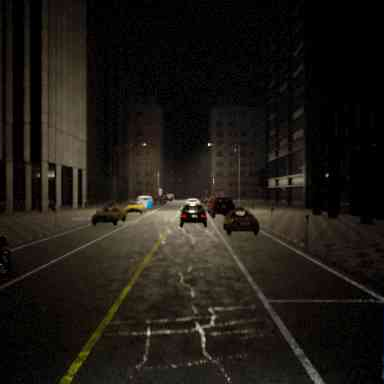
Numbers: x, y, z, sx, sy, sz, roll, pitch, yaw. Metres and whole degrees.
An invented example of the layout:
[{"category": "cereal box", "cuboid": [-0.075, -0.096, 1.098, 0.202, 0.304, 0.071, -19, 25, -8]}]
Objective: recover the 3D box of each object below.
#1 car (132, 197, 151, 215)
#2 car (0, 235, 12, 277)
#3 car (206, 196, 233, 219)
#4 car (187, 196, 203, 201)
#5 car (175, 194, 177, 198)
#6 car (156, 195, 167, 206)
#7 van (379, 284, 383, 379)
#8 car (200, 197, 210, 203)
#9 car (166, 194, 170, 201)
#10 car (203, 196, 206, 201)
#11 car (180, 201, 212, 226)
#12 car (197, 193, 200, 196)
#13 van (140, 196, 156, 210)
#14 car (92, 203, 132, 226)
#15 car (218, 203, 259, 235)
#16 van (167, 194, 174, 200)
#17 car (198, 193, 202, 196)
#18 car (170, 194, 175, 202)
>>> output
[{"category": "car", "cuboid": [-5.862, 1.580, 35.345, 1.752, 1.417, 4.829, 0, 0, 0]}, {"category": "car", "cuboid": [-5.859, 1.446, 7.316, 1.967, 1.590, 4.097, 0, 0, 0]}, {"category": "car", "cuboid": [2.665, 1.361, 29.855, 2.192, 1.841, 5.009, 0, 0, 0]}, {"category": "car", "cuboid": [0.099, 1.589, 42.926, 1.812, 1.442, 4.674, 0, 0, 0]}, {"category": "car", "cuboid": [-5.862, 1.379, 86.277, 2.192, 1.841, 5.009, 0, 0, 0]}, {"category": "car", "cuboid": [-5.861, 1.652, 58.076, 1.802, 1.307, 4.206, 0, 0, 0]}, {"category": "van", "cuboid": [2.666, 1.342, 1.663, 1.690, 1.788, 3.998, 0, 0, 0]}, {"category": "car", "cuboid": [2.664, 1.650, 69.332, 1.802, 1.307, 4.206, 0, 0, 0]}, {"category": "car", "cuboid": [-5.862, 1.509, 63.717, 1.967, 1.590, 4.097, 0, 0, 0]}, {"category": "car", "cuboid": [2.664, 1.370, 35.495, 2.192, 1.841, 5.009, 0, 0, 0]}, {"category": "car", "cuboid": [0.097, 1.581, 23.720, 2.033, 1.411, 5.357, 0, 0, 0]}, {"category": "car", "cuboid": [2.664, 1.612, 74.972, 1.887, 1.381, 4.507, 0, 0, 0]}, {"category": "van", "cuboid": [-5.862, 1.403, 41.157, 1.690, 1.788, 3.998, 0, 0, 0]}, {"category": "car", "cuboid": [-5.868, 1.559, 24.032, 1.752, 1.417, 4.829, 0, 0, 1]}, {"category": "car", "cuboid": [2.666, 1.550, 18.787, 1.752, 1.417, 4.829, 0, 0, 1]}, {"category": "van", "cuboid": [-5.863, 1.402, 91.918, 1.690, 1.788, 3.998, 0, 0, 0]}, {"category": "car", "cuboid": [2.664, 1.510, 63.693, 1.967, 1.590, 4.097, 0, 0, 0]}, {"category": "car", "cuboid": [-5.862, 1.632, 80.636, 1.947, 1.339, 4.313, 0, 0, 0]}]
